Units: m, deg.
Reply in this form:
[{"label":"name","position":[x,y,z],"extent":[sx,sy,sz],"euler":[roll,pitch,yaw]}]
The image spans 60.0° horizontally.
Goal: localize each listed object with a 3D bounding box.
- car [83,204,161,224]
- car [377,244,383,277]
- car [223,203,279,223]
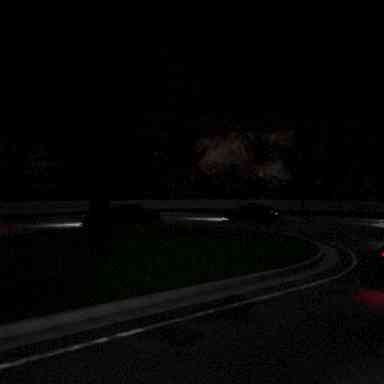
[{"label":"car","position":[-4.974,1.547,23.796],"extent":[5.357,1.411,2.033],"euler":[0,0,-19]},{"label":"car","position":[6.618,1.552,9.441],"extent":[2.033,1.411,5.357],"euler":[0,0,38]},{"label":"car","position":[4.565,1.569,25.809],"extent":[4.181,1.385,1.994],"euler":[0,0,31]}]
